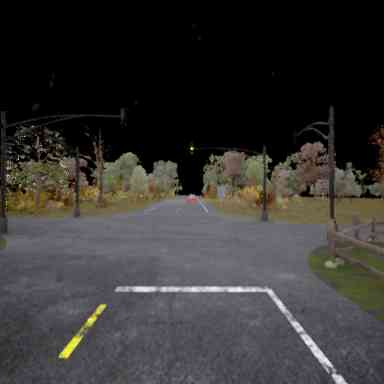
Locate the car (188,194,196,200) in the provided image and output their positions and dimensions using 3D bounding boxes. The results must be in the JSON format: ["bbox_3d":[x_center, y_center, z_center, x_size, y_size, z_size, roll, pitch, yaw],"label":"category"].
[{"bbox_3d":[0.017,1.292,82.169,1.812,1.442,4.674,0,0,0],"label":"car"}]

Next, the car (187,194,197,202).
[{"bbox_3d":[0.015,1.281,72.133,2.097,1.767,4.553,0,0,0],"label":"car"}]
